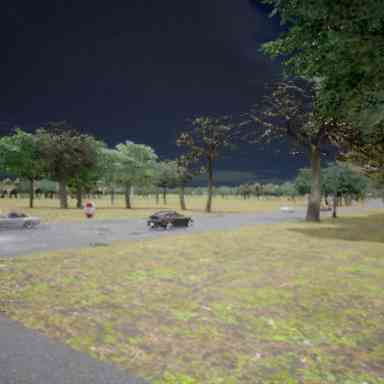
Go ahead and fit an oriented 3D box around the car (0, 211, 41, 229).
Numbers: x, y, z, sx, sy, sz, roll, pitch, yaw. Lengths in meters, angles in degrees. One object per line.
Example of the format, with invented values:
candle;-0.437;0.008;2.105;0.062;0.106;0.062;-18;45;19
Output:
car;-13.584;2.061;24.028;1.895;1.301;4.718;1;-1;36

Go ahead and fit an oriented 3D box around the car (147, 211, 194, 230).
car;-1.763;2.381;28.457;1.837;1.490;4.892;1;-1;36

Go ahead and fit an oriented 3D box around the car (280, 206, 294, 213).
car;20.416;3.634;71.218;1.812;1.442;4.674;1;-1;36

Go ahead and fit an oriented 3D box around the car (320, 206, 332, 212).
car;33.900;4.171;83.860;2.033;1.411;5.357;1;-1;36
